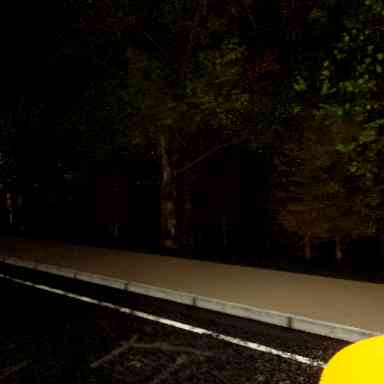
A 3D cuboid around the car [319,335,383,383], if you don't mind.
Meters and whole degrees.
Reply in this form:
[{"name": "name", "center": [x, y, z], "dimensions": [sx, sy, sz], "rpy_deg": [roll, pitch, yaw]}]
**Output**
[{"name": "car", "center": [3.120, 1.455, 1.337], "dimensions": [5.008, 1.535, 1.882], "rpy_deg": [-1, 0, 36]}]
